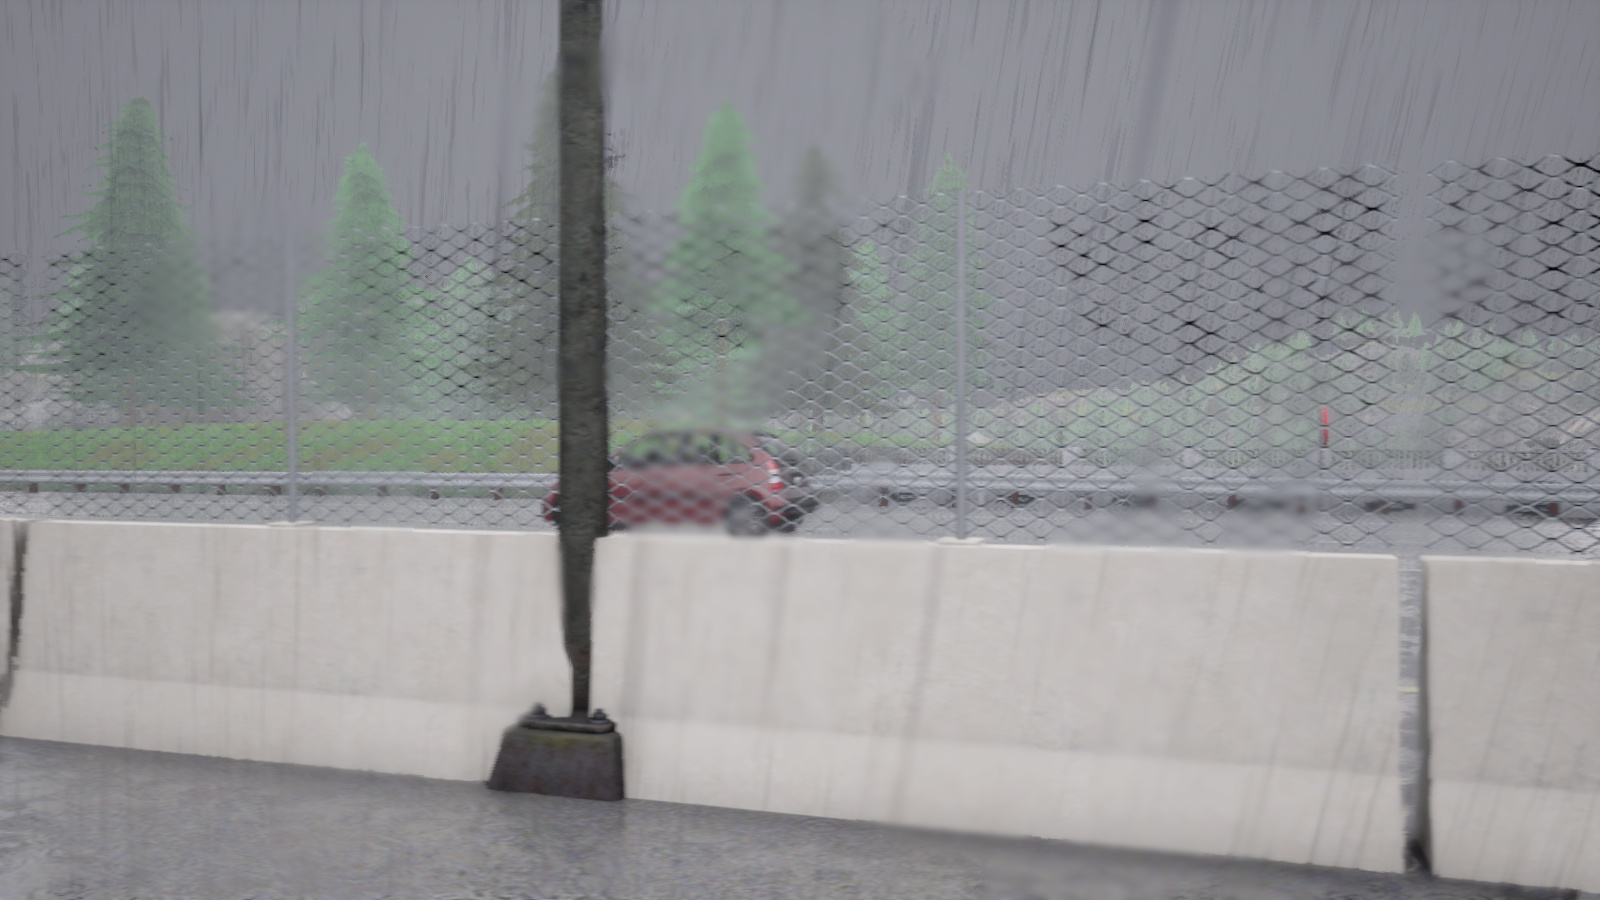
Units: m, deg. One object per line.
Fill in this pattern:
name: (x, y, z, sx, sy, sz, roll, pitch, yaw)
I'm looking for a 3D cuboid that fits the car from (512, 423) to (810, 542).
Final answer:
car: (-2.036, 0.419, 18.646, 3.988, 1.617, 1.851, 0, 1, 19)
